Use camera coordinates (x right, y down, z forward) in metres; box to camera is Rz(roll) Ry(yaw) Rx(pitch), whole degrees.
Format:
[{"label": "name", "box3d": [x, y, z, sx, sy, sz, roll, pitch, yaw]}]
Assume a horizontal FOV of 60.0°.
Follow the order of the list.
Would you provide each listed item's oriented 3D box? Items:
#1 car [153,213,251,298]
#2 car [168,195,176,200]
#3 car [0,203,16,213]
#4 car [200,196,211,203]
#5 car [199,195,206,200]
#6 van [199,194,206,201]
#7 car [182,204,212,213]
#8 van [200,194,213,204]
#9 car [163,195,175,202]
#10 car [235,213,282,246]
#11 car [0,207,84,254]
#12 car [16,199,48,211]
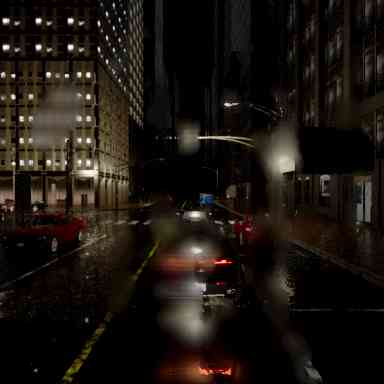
[{"label": "car", "box3d": [0.111, 1.504, 8.518, 1.837, 1.490, 4.892, 0, 0, 0]}, {"label": "car", "box3d": [-5.563, 1.534, 92.657, 1.947, 1.339, 4.313, 0, 0, 0]}, {"label": "car", "box3d": [-18.568, 1.308, 28.864, 5.009, 1.841, 2.192, 0, 0, 1]}, {"label": "car", "box3d": [2.785, 1.534, 69.857, 2.008, 1.369, 4.403, 0, 0, 0]}, {"label": "car", "box3d": [2.818, 1.550, 92.644, 1.802, 1.307, 4.206, 0, 0, 0]}, {"label": "van", "box3d": [2.809, 1.313, 86.947, 1.690, 1.788, 3.998, 0, 0, 0]}, {"label": "car", "box3d": [0.125, 1.562, 17.394, 1.994, 1.385, 4.181, 0, 0, 0]}, {"label": "van", "box3d": [2.768, 1.329, 58.464, 1.690, 1.788, 3.998, 0, 0, 0]}, {"label": "car", "box3d": [-5.587, 1.524, 75.566, 1.887, 1.381, 4.507, 0, 0, 0]}, {"label": "car", "box3d": [2.835, 1.580, 14.871, 1.802, 1.307, 4.206, 0, 0, 0]}, {"label": "car", "box3d": [-5.806, 1.543, 13.507, 1.887, 1.381, 4.507, 0, 0, 0]}, {"label": "car", "box3d": [-18.469, 1.499, 37.246, 4.403, 1.369, 2.008, 0, 0, 1]}]
